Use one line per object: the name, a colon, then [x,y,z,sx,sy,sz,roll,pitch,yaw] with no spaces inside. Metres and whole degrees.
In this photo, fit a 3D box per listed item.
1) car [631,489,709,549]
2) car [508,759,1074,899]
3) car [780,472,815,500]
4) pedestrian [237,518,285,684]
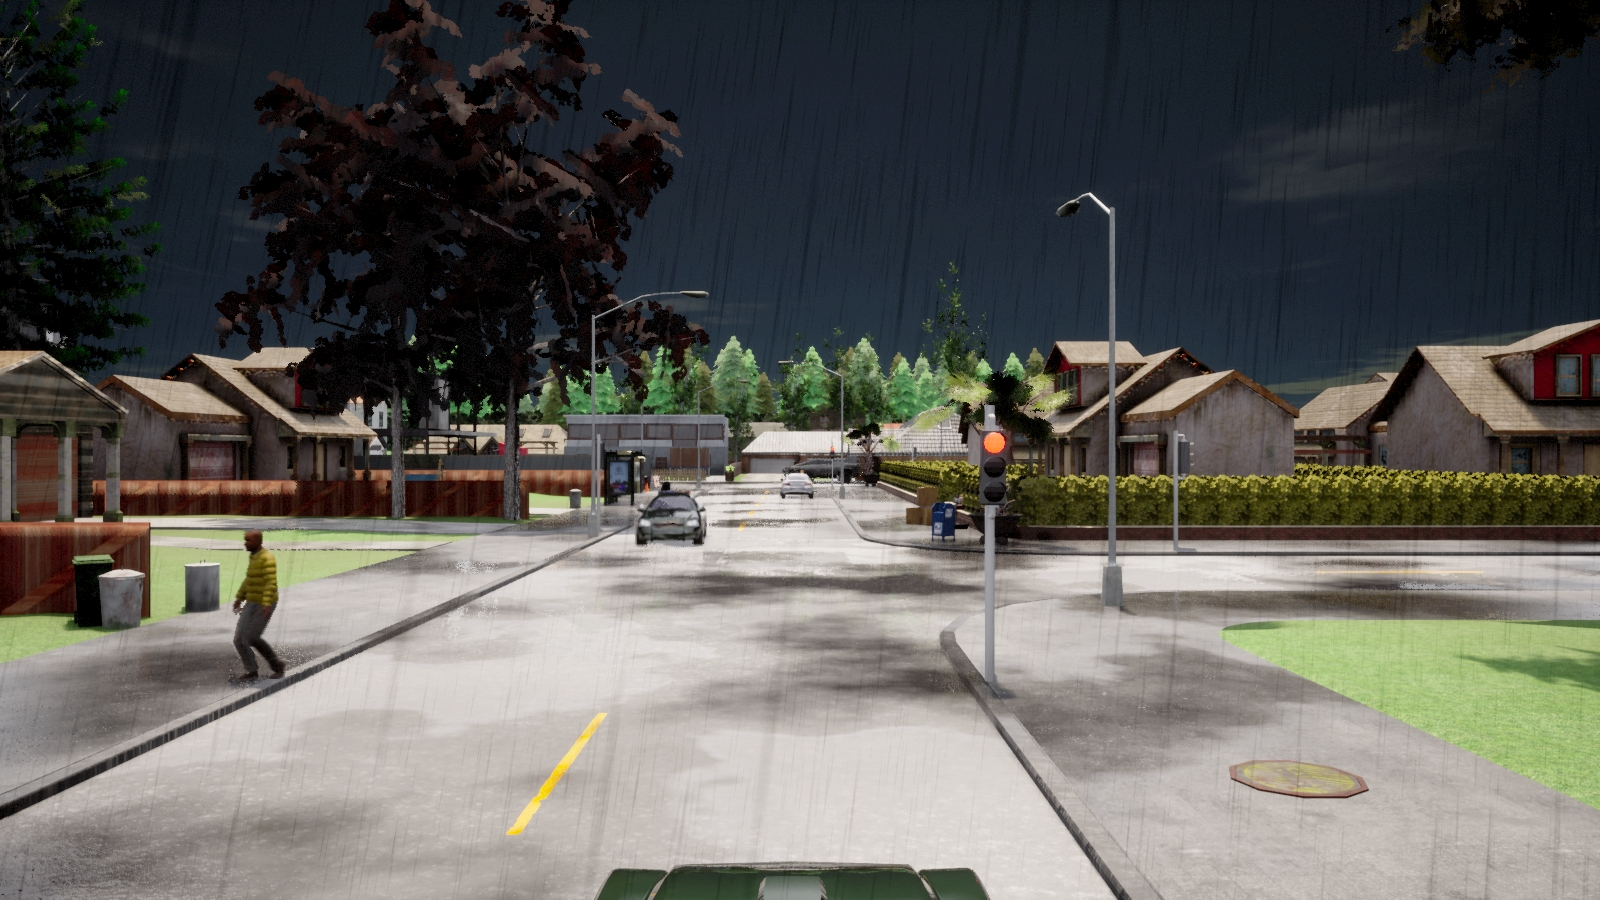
car: [-3.872,2.037,34.872,2.038,1.542,4.974,0,0,-3]
car: [-0.028,2.155,3.193,1.895,1.301,4.718,0,0,0]
car: [-0.164,2.081,66.907,2.002,1.442,4.674,0,0,0]
pedestrian: [-6.294,1.746,13.345,0.375,1.860,0.375,0,0,36]
